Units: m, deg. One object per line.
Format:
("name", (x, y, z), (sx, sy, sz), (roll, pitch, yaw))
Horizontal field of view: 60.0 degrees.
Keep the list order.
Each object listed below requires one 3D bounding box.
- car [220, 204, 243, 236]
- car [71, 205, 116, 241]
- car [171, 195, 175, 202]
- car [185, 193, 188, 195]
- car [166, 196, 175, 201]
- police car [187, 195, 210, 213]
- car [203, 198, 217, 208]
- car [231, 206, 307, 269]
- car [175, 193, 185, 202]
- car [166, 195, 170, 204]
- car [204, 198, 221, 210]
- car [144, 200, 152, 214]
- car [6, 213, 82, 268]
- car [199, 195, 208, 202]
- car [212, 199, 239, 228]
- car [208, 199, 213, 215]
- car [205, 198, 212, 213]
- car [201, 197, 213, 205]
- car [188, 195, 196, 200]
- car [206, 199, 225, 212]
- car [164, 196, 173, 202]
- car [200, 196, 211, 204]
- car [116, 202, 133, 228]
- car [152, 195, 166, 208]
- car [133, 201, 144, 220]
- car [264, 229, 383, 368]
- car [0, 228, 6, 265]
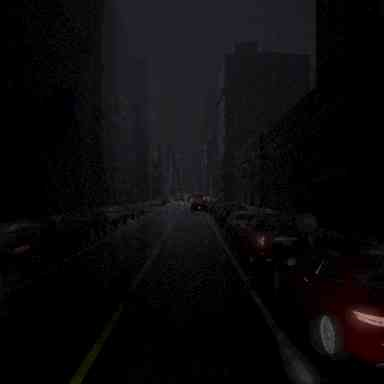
("car", (2.638, 1.528, 16.859), (1.752, 1.417, 4.829), (0, 0, 0))
("car", (-5.387, 1.548, 16.686), (1.887, 1.381, 4.507), (0, 0, 0))
("car", (-5.387, 1.492, 71.870), (1.967, 1.590, 4.097), (0, 0, 0))
("car", (0.001, 1.446, 73.959), (1.994, 1.385, 4.181), (0, 0, 0))
("car", (-5.387, 1.614, 82.906), (2.008, 1.369, 4.403), (0, 0, 0))
("police car", (0.725, 1.443, 38.029), (1.930, 1.638, 5.238), (0, 0, -2))
("car", (2.638, 1.610, 49.801), (1.802, 1.307, 4.206), (0, 0, 0))
("car", (2.638, 1.442, 11.170), (1.967, 1.590, 4.097), (0, 0, 0))
("car", (-2.750, 1.558, 75.951), (1.994, 1.385, 4.181), (0, 0, 0))
("car", (-5.388, 1.349, 55.314), (2.192, 1.841, 5.009), (0, 0, 0))
("car", (2.638, 1.573, 44.282), (2.008, 1.369, 4.403), (0, 0, 0))
("car", (-5.388, 1.594, 33.241), (1.802, 1.307, 4.206), (0, 0, 0))
("car", (-5.387, 1.583, 11.168), (1.802, 1.307, 4.206), (0, 0, 0))
("car", (2.638, 1.497, 77.396), (1.967, 1.590, 4.097), (0, 0, 0))
("car", (2.638, 1.445, 22.208), (1.967, 1.590, 4.097), (0, 0, 0))
("car", (2.638, 1.558, 27.727), (2.008, 1.369, 4.403), (0, 0, 0))
("car", (2.637, 1.578, 33.245), (1.947, 1.339, 4.313), (0, 0, 0))
("car", (2.638, 1.591, 60.840), (2.008, 1.369, 4.403), (0, 0, 0))
("car", (0.001, 1.503, 88.674), (1.895, 1.301, 4.718), (0, 0, 0))
("car", (2.637, 1.561, 38.763), (1.887, 1.381, 4.507), (0, 0, 0))
("car", (-5.387, 1.582, 77.218), (1.752, 1.417, 4.829), (0, 0, 0))
("car", (2.638, 1.596, 66.358), (2.008, 1.369, 4.403), (0, 0, 0))
("car", (-5.387, 1.530, 22.034), (1.752, 1.417, 4.829), (0, 0, 0))
("car", (-5.383, 1.553, 49.628), (1.752, 1.417, 4.829), (0, 0, 0))
("car", (-5.387, 1.589, 27.723), (1.802, 1.307, 4.206), (0, 0, 0))
("car", (2.638, 1.582, 5.651), (1.802, 1.307, 4.206), (0, 0, 0))
("car", (-5.387, 1.566, 5.650), (1.947, 1.339, 4.313), (0, 0, 0))
